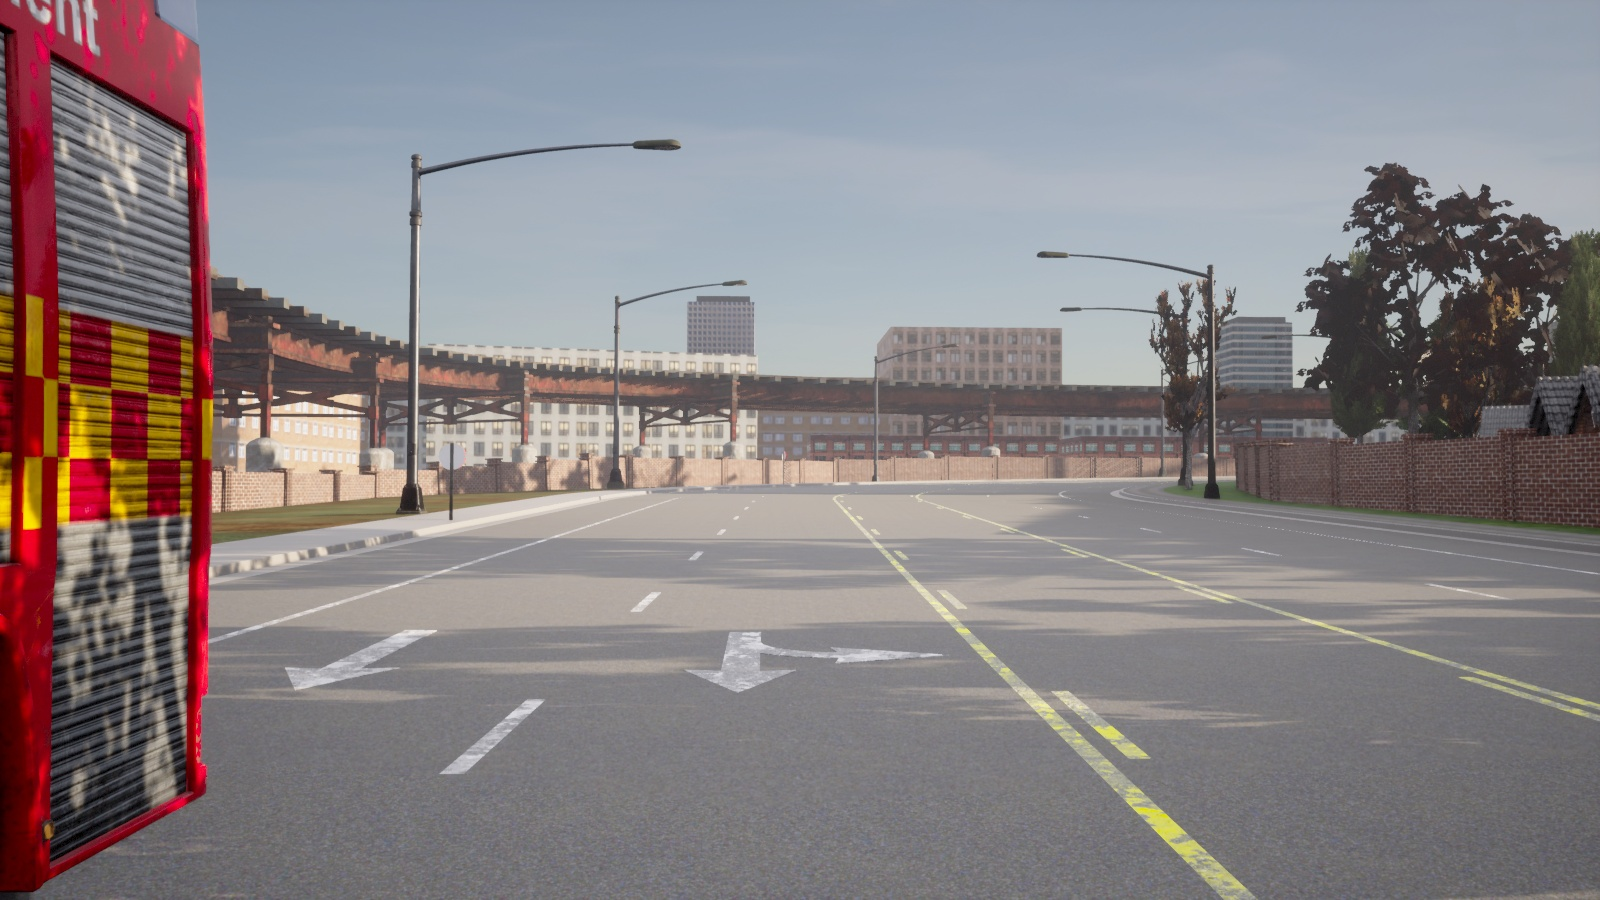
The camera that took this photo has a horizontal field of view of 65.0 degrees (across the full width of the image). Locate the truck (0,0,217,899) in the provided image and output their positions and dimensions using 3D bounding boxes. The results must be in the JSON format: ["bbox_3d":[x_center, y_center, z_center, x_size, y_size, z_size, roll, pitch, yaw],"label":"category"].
[{"bbox_3d":[-3.504,-0.332,0.213,2.891,3.827,8.468,0,-1,0],"label":"truck"}]
